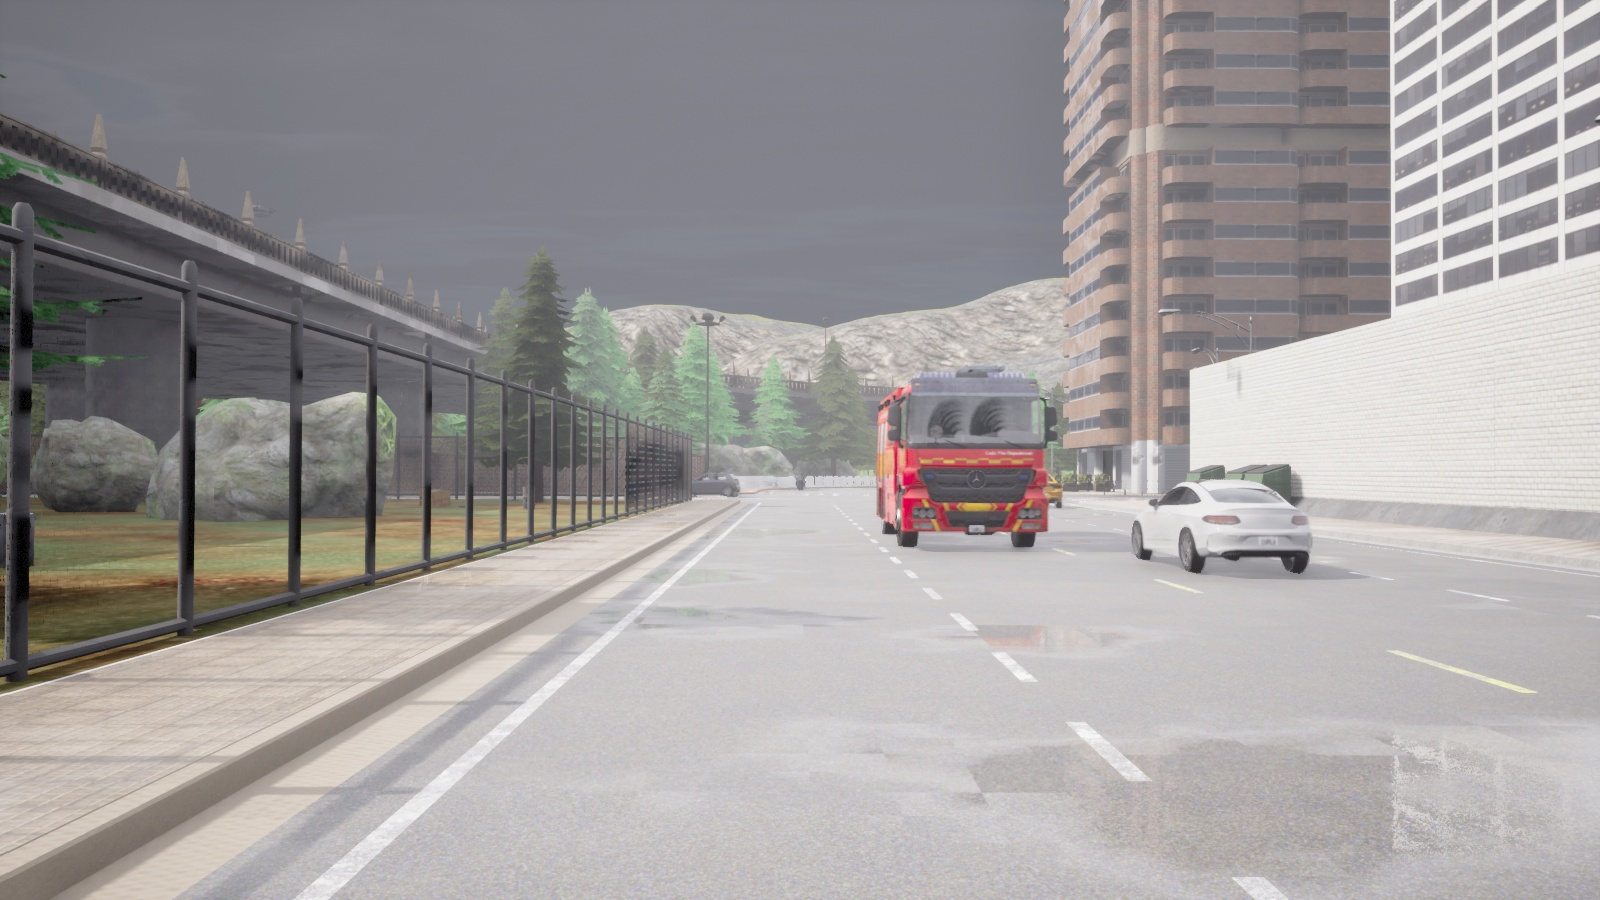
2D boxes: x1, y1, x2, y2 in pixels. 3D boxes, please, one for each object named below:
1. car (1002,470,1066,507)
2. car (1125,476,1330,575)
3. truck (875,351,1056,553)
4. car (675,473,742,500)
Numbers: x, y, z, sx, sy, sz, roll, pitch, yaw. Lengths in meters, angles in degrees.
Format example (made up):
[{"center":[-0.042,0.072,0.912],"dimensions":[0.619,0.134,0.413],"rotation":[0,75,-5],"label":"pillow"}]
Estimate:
[{"center":[10.343,1.686,55.797],"dimensions":[1.882,1.535,5.008],"rotation":[0,-1,0],"label":"car"},{"center":[6.941,1.164,20.952],"dimensions":[1.812,1.442,4.674],"rotation":[0,-1,0],"label":"car"},{"center":[3.416,0.108,28.183],"dimensions":[2.891,3.827,8.468],"rotation":[0,-1,0],"label":"truck"},{"center":[-5.391,2.134,74.185],"dimensions":[3.633,1.501,1.845],"rotation":[-1,-1,9],"label":"car"}]
